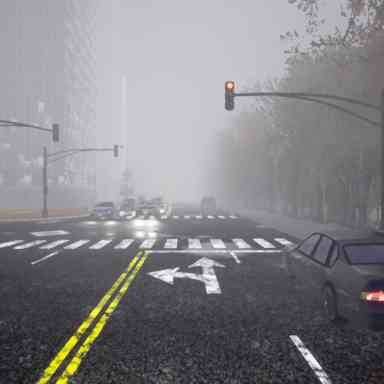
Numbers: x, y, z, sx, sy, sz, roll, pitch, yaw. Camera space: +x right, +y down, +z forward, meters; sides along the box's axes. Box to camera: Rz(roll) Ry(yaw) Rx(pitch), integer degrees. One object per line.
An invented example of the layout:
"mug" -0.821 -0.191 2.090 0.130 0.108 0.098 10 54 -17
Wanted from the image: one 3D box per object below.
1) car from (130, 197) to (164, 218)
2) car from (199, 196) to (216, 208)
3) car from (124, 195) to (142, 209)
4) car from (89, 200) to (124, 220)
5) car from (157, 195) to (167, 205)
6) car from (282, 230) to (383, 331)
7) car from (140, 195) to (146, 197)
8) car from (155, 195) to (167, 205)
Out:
"car" -4.050 1.499 30.593 2.128 1.511 4.902 0 0 -2
"car" 2.027 1.339 44.609 2.128 1.511 4.902 -2 -4 -4
"car" -7.797 1.518 41.573 1.837 1.490 4.892 0 0 -3
"car" -7.204 1.531 27.939 1.812 1.442 4.674 0 0 -2
"car" -4.704 1.518 44.739 1.837 1.490 4.892 0 0 -3
"car" 3.308 1.510 6.997 2.033 1.411 5.357 -2 -1 3
"car" -8.744 1.374 57.908 2.097 1.767 4.553 0 0 -4
"car" -5.703 1.380 61.276 2.097 1.767 4.553 0 0 -4
